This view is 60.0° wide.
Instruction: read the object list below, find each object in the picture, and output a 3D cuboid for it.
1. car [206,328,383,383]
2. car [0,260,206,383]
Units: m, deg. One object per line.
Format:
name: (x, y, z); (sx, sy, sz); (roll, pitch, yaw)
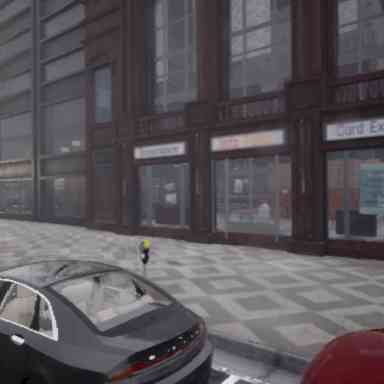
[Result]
car: (2.746, 1.315, 0.900); (5.009, 1.841, 2.192); (0, -1, 36)
car: (-1.833, 1.551, 4.166); (4.403, 1.369, 2.008); (0, -1, 36)
